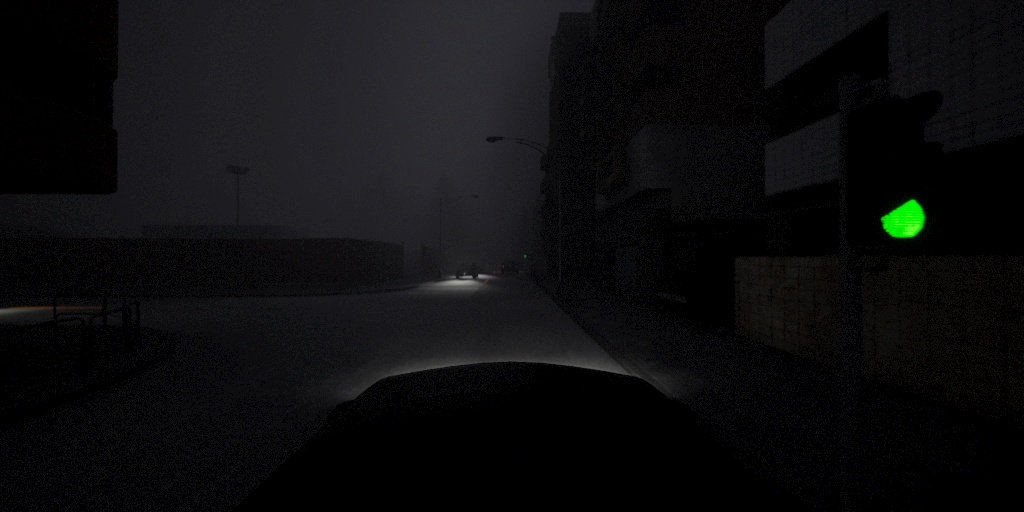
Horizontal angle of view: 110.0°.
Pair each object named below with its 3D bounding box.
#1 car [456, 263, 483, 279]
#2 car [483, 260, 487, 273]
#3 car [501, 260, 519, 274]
[{"bbox_3d":[-4.376,1.410,35.438,2.128,1.511,4.902,0,0,0],"label":"car"},{"bbox_3d":[-4.434,1.570,45.551,1.895,1.301,4.718,0,0,0],"label":"car"},{"bbox_3d":[-0.255,1.314,44.508,2.097,1.767,4.553,0,0,-1],"label":"car"}]
